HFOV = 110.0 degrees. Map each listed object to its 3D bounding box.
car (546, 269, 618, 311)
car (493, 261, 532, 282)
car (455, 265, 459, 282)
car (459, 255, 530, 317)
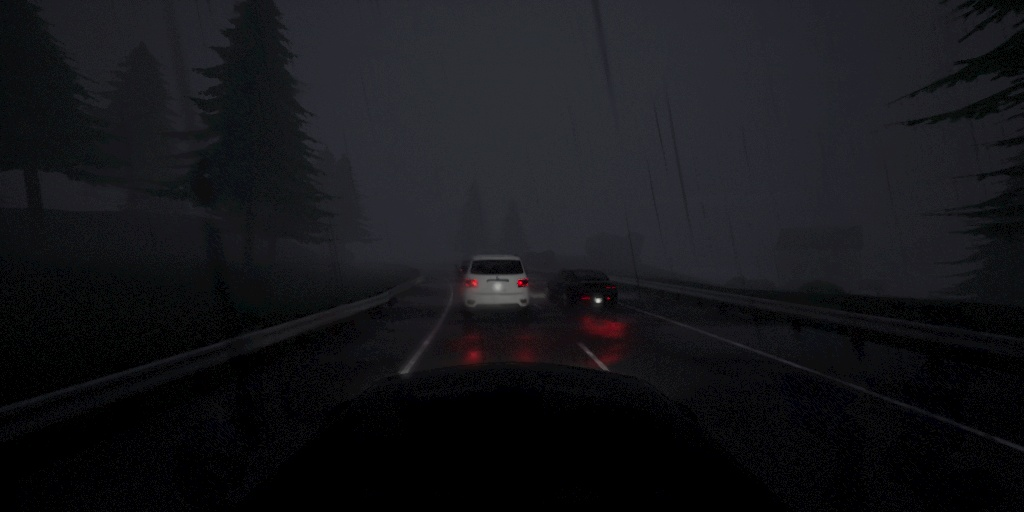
[{"bbox_3d":[2.675,1.244,14.581,1.837,1.490,4.892,0,0,-6],"label":"car"},{"bbox_3d":[-0.087,1.232,30.047,2.128,1.511,4.902,0,0,-14],"label":"car"},{"bbox_3d":[-3.480,1.101,29.132,2.097,1.767,4.553,0,0,-14],"label":"car"},{"bbox_3d":[-0.681,0.970,13.358,2.150,2.045,5.566,0,0,-6],"label":"car"}]
